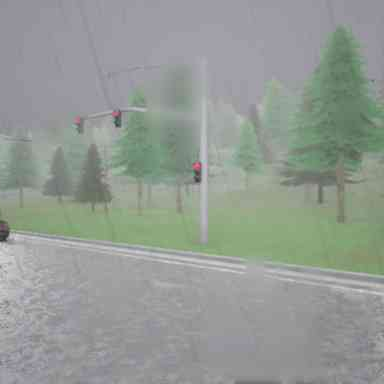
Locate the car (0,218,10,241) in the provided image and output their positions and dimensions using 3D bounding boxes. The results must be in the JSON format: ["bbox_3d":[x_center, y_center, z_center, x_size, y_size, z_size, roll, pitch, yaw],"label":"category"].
[{"bbox_3d":[-10.384,1.605,15.707,4.674,1.442,1.812,0,0,36],"label":"car"}]
